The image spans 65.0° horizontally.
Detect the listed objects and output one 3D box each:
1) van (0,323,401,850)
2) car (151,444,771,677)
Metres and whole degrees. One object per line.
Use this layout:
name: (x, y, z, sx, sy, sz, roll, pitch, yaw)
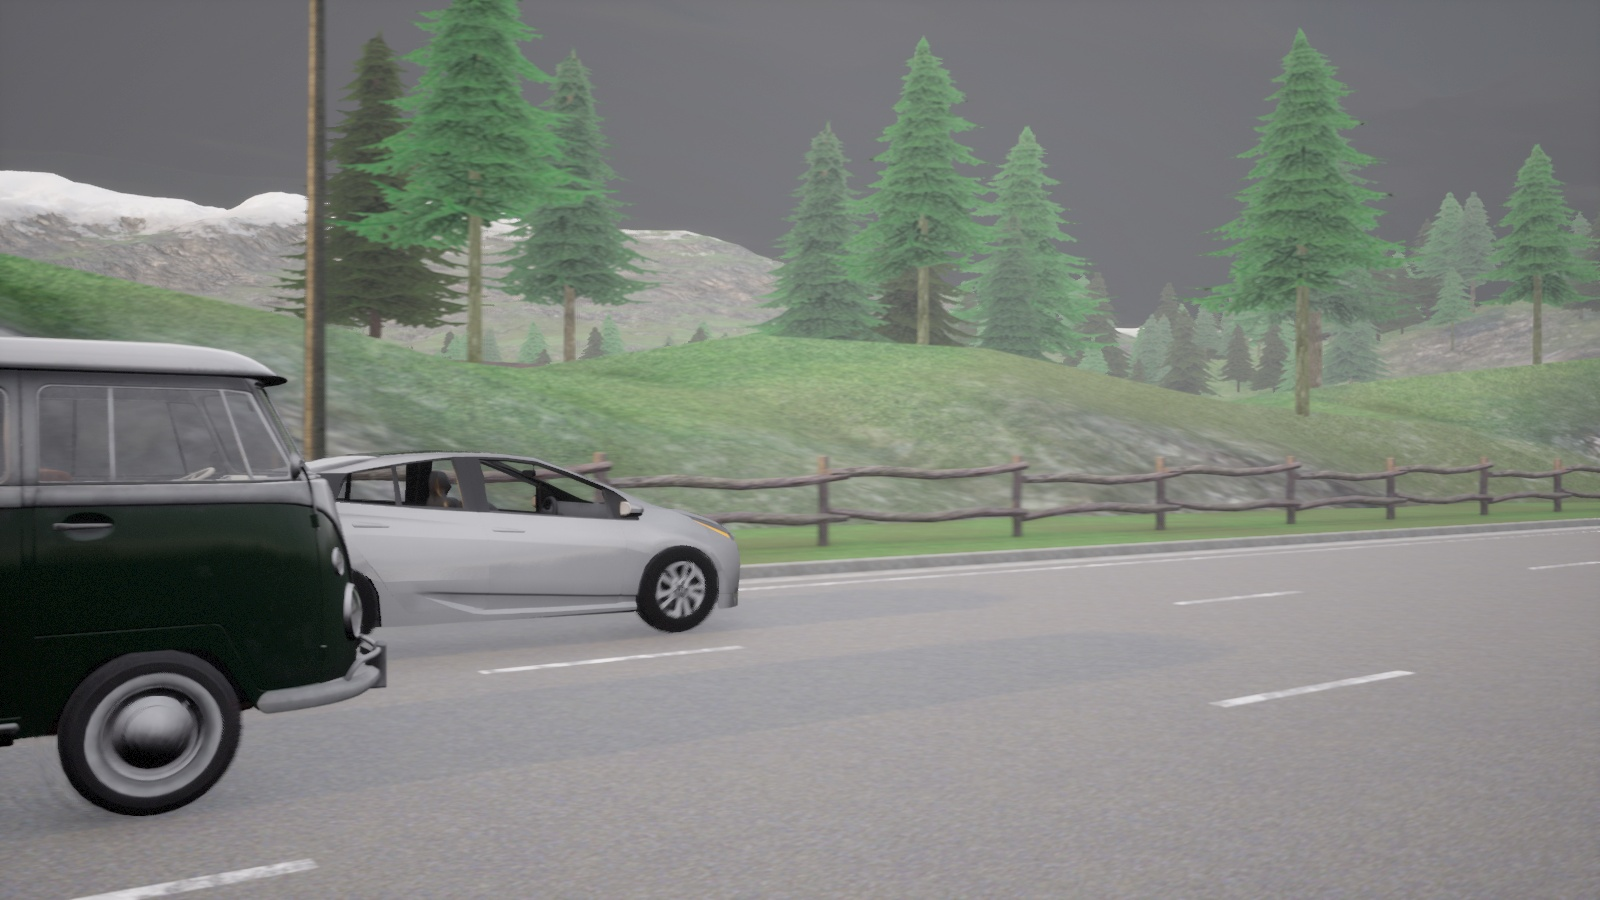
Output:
van: (-4.114, 0.520, 5.060, 4.442, 1.987, 1.775, 0, 0, -35)
car: (-2.673, 0.732, 10.327, 4.514, 1.525, 2.007, 0, 0, -35)
